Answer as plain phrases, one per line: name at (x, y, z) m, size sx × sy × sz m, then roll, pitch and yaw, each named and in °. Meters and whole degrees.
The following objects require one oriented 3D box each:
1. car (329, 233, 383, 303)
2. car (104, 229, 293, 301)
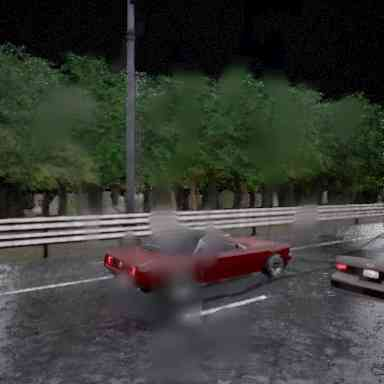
car at (5.340, 1.553, 7.568) m, size 5.357 × 1.411 × 2.033 m, roll 0°, pitch 0°, yaw -35°
car at (0.375, 1.585, 8.359) m, size 4.718 × 1.301 × 1.895 m, roll 0°, pitch 0°, yaw -35°
